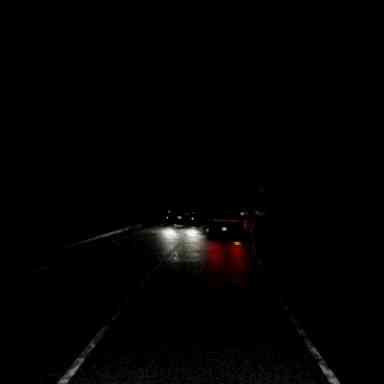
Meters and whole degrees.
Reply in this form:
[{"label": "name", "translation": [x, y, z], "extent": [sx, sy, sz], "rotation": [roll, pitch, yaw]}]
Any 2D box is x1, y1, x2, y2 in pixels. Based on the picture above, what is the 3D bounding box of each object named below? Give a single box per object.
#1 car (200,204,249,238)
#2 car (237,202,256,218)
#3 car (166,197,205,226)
[{"label": "car", "translation": [2.013, 1.685, 19.081], "extent": [2.128, 1.511, 4.902], "rotation": [1, -1, 9]}, {"label": "car", "translation": [5.528, 1.763, 34.679], "extent": [1.837, 1.490, 4.892], "rotation": [1, 2, 17]}, {"label": "car", "translation": [-0.277, 1.425, 25.663], "extent": [2.150, 2.045, 5.566], "rotation": [1, -1, 13]}]
